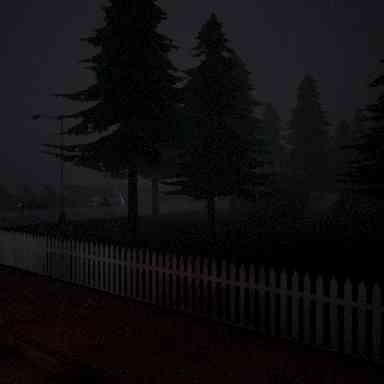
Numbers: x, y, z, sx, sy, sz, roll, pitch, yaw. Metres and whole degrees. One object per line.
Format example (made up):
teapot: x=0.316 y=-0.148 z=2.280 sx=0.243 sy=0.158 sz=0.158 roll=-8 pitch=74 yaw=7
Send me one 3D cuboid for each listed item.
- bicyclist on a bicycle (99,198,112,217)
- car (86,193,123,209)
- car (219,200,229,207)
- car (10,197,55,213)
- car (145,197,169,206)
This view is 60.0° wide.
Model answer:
bicyclist on a bicycle: x=-7.200 y=1.302 z=27.864 sx=1.656 sy=1.620 sz=0.582 roll=0 pitch=0 yaw=34
car: x=-12.093 y=1.221 z=46.420 sx=2.150 sy=2.045 sz=5.566 roll=0 pitch=0 yaw=34
car: x=4.278 y=1.221 z=51.479 sx=2.150 sy=2.045 sz=5.566 roll=0 pitch=0 yaw=34
car: x=-18.052 y=1.352 z=37.661 sx=2.097 sy=1.767 sz=4.553 roll=0 pitch=0 yaw=34
car: x=-5.826 y=1.492 z=55.555 sx=2.128 sy=1.511 sz=4.902 roll=0 pitch=0 yaw=35
